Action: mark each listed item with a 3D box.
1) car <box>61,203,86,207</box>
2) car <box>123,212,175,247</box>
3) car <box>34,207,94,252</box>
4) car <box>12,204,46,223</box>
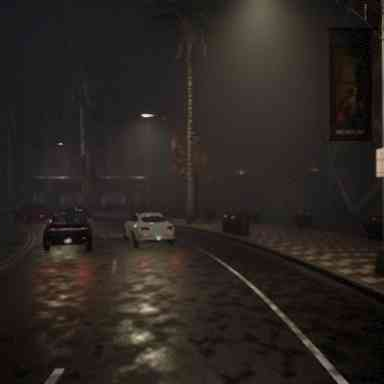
[{"bbox_3d":[-10.977,1.790,30.454,2.128,1.511,4.902,0,-1,-44],"label":"car"},{"bbox_3d":[-2.125,1.678,15.883,1.812,1.442,4.674,0,0,-19],"label":"car"},{"bbox_3d":[-5.417,1.637,14.705,2.128,1.511,4.902,0,0,-19],"label":"car"},{"bbox_3d":[-13.663,1.755,28.189,1.882,1.535,5.008,1,-1,-44],"label":"car"}]
